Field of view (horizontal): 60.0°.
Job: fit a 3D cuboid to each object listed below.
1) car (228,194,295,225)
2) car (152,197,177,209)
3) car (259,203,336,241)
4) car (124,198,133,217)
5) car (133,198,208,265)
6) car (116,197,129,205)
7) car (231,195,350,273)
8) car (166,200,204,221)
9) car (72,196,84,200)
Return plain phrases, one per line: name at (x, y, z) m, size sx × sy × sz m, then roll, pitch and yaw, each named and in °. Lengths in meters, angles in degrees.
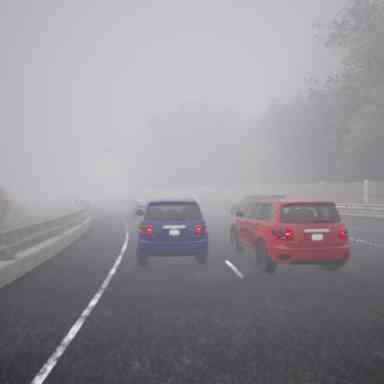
car at (5.129, 1.217, 25.648) m, size 2.150 × 2.045 × 5.566 m, roll 0°, pitch 0°, yaw -24°
car at (-4.016, 1.523, 47.539) m, size 1.882 × 1.535 × 5.008 m, roll 0°, pitch 0°, yaw -26°
car at (5.363, 1.469, 17.781) m, size 1.882 × 1.535 × 5.008 m, roll 0°, pitch 0°, yaw -9°
car at (-4.444, 1.527, 29.309) m, size 2.128 × 1.511 × 4.902 m, roll 0°, pitch 0°, yaw -16°
car at (-0.803, 1.233, 11.994) m, size 2.150 × 2.045 × 5.566 m, roll 0°, pitch 0°, yaw -7°
car at (-12.874, 1.614, 62.932) m, size 1.812 × 1.442 × 4.674 m, roll 0°, pitch 0°, yaw -35°
car at (2.819, 1.215, 10.861) m, size 2.150 × 2.045 × 5.566 m, roll 0°, pitch 0°, yaw -6°
car at (-0.733, 1.512, 29.018) m, size 2.128 × 1.511 × 4.902 m, roll 0°, pitch 0°, yaw -16°
car at (-29.210, 1.689, 85.022) m, size 2.128 × 1.511 × 4.902 m, roll 0°, pitch 0°, yaw -35°
